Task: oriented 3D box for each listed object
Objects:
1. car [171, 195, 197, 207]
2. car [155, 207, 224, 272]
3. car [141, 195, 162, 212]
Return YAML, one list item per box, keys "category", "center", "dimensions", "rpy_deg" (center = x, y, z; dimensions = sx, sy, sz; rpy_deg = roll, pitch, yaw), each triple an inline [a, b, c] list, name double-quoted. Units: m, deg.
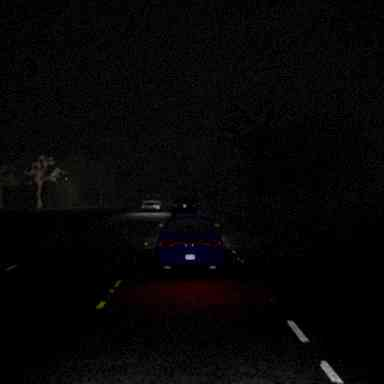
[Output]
- category: "car"
  center: [-0.699, 1.259, 29.938]
  dimensions: [2.150, 2.045, 5.566]
  rpy_deg: [0, 0, -2]
- category: "car"
  center: [-0.091, 1.486, 10.914]
  dimensions: [1.882, 1.535, 5.008]
  rpy_deg: [0, 0, -1]
- category: "car"
  center: [-4.751, 1.332, 39.929]
  dimensions: [2.150, 2.045, 5.566]
  rpy_deg: [0, 0, -2]
